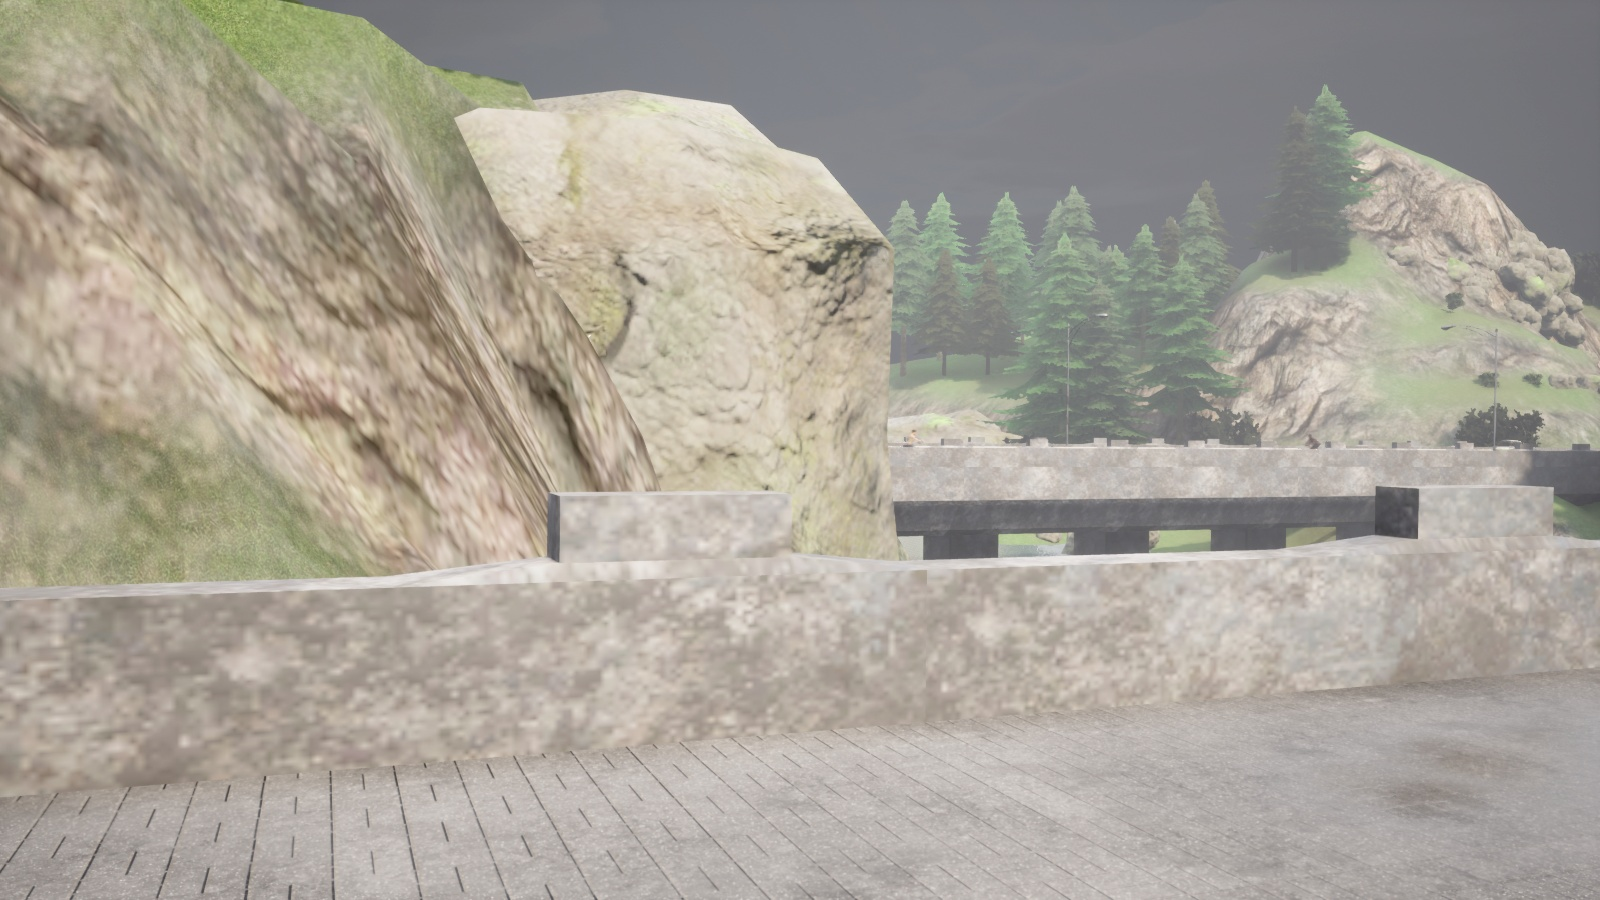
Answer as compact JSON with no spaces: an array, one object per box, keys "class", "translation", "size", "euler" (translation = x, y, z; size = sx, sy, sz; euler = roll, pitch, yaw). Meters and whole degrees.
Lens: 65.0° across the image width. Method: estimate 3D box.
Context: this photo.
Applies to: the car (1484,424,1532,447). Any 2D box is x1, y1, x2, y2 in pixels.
[{"class":"car","translation":[43.779,-0.884,77.675],"size":[2.207,1.376,1.481],"euler":[-1,1,-21]}]
